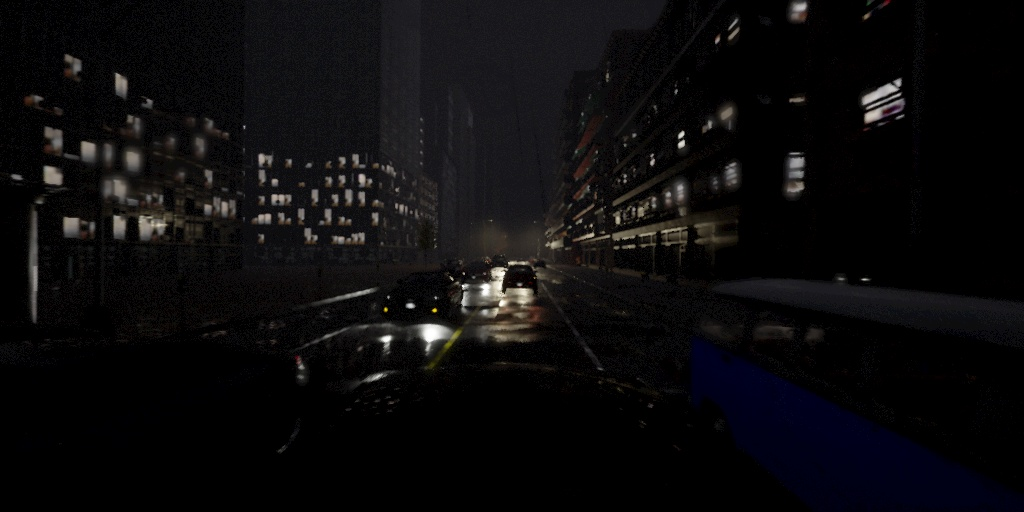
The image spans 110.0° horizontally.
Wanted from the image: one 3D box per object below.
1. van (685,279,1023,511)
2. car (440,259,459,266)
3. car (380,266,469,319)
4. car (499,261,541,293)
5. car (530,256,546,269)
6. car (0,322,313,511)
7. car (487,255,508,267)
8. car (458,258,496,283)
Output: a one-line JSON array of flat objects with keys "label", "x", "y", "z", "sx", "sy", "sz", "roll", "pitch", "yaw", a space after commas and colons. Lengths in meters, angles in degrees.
[{"label": "van", "x": 2.650, "y": 1.124, "z": 2.294, "sx": 1.690, "sy": 1.789, "sz": 3.998, "roll": 0, "pitch": 0, "yaw": 2}, {"label": "car", "x": -4.976, "y": 0.994, "z": 30.173, "sx": 1.967, "sy": 1.591, "sz": 4.097, "roll": 0, "pitch": 0, "yaw": 2}, {"label": "car", "x": -2.861, "y": 1.226, "z": 12.249, "sx": 1.994, "sy": 1.385, "sz": 4.181, "roll": 1, "pitch": 0, "yaw": 2}, {"label": "car", "x": 0.449, "y": 1.199, "z": 19.943, "sx": 1.812, "sy": 1.442, "sz": 4.674, "roll": 1, "pitch": 0, "yaw": 2}, {"label": "car", "x": 4.003, "y": 1.139, "z": 52.068, "sx": 2.007, "sy": 1.370, "sz": 4.403, "roll": 0, "pitch": 0, "yaw": 2}, {"label": "car", "x": -3.137, "y": 1.270, "z": 2.102, "sx": 1.994, "sy": 1.385, "sz": 4.181, "roll": 1, "pitch": 0, "yaw": 1}, {"label": "car", "x": -1.739, "y": 0.830, "z": 49.733, "sx": 2.150, "sy": 2.045, "sz": 5.566, "roll": 1, "pitch": 0, "yaw": 2}, {"label": "car", "x": -2.464, "y": 1.132, "z": 26.127, "sx": 1.812, "sy": 1.442, "sz": 4.674, "roll": 1, "pitch": 0, "yaw": 2}]
